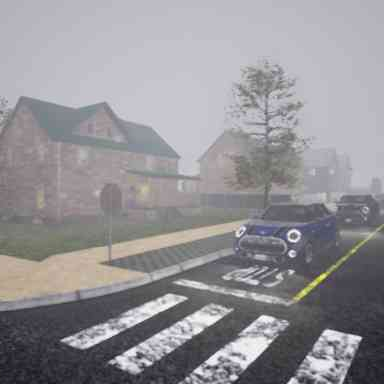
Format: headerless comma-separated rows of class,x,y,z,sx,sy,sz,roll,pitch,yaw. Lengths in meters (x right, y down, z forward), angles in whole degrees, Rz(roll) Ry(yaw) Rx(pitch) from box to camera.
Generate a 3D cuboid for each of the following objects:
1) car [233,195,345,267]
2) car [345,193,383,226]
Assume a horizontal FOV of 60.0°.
car,3.176,1.120,10.719,2.097,1.767,4.553,0,1,37
car,9.703,0.911,19.709,2.097,1.767,4.553,0,1,36
